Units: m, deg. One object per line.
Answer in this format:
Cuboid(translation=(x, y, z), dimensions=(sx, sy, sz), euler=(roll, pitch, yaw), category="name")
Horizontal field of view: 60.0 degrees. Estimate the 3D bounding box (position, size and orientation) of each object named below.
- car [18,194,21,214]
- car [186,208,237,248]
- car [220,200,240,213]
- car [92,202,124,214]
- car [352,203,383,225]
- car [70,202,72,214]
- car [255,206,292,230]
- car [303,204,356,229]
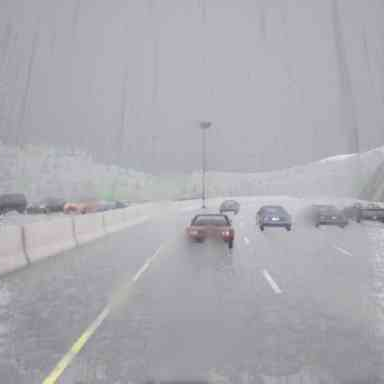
Cuboid(translation=(-18.212, 1.198, 31.945), dimensions=(2.150, 2.045, 5.566), euler=(0, 0, 10), category="car")
Cuboid(translation=(0.888, 1.610, 14.933), dimensions=(1.895, 1.301, 4.718), euler=(0, 0, 5), category="car")
Cuboid(translation=(4.124, 1.574, 35.971), dimensions=(2.033, 1.411, 5.357), euler=(0, 0, 12), category="car")
Cuboid(translation=(-7.652, 1.525, 31.294), dimensions=(1.812, 1.442, 4.674), euler=(0, 0, 10), category="car")
Cuboid(translation=(12.743, 1.531, 24.907), dimensions=(2.128, 1.511, 4.902), euler=(0, 0, 9), category="car")
Cuboid(translation=(-10.848, 1.346, 33.239), dimensions=(2.097, 1.767, 4.553), euler=(0, 0, 11), category="car")
Cuboid(translation=(5.086, 1.569, 21.117), dimensions=(2.033, 1.411, 5.357), euler=(0, 0, 7), category="car")
Cuboid(translation=(8.758, 1.577, 22.179), dimensions=(2.033, 1.411, 5.357), euler=(0, 0, 8), category="car")
